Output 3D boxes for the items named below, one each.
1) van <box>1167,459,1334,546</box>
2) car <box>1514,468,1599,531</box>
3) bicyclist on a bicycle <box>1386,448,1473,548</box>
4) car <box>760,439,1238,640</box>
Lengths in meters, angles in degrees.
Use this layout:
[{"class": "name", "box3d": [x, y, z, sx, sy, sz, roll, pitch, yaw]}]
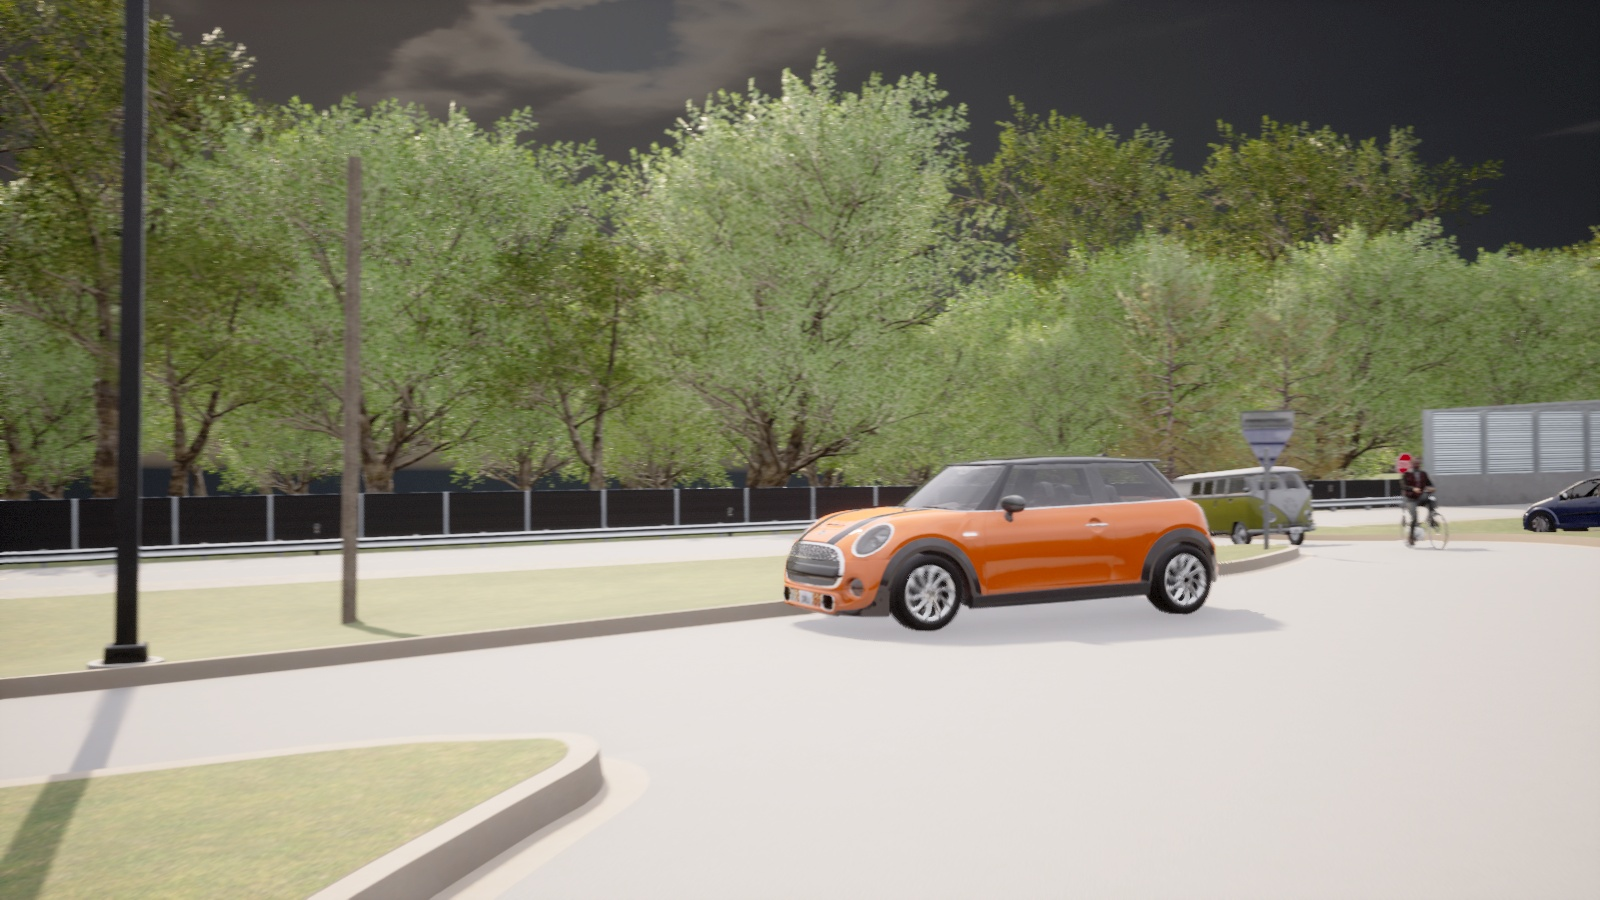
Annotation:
[{"class": "van", "box3d": [11.387, 1.408, 32.112, 1.775, 1.987, 4.442, -3, -4, -13]}, {"class": "car", "box3d": [22.010, 1.327, 34.211, 1.851, 1.617, 3.988, 0, -5, -27]}, {"class": "bicyclist on a bicycle", "box3d": [11.752, 0.908, 23.509, 0.659, 1.776, 1.843, -2, -3, 2]}, {"class": "car", "box3d": [2.099, 0.843, 13.369, 4.553, 1.767, 2.097, -1, -1, -23]}]
